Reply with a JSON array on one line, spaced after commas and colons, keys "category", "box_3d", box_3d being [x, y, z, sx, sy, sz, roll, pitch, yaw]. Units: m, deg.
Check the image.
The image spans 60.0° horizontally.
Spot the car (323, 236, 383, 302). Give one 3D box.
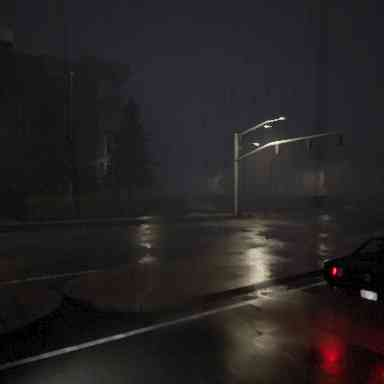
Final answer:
[{"category": "car", "box_3d": [5.128, 1.662, 7.540, 4.718, 1.301, 1.895, 0, 0, -36]}]
